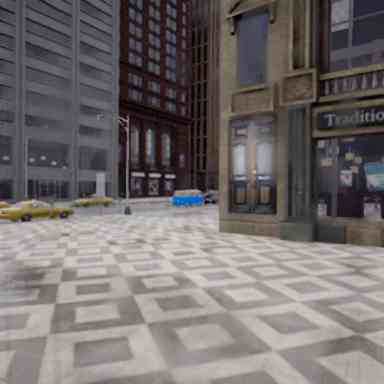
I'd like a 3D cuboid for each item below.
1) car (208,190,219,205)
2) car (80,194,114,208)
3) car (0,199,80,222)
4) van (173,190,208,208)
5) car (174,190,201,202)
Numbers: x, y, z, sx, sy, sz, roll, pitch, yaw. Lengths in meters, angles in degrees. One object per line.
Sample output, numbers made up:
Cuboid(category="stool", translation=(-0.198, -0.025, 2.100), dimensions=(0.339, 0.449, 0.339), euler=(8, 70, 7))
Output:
Cuboid(category="car", translation=(2.968, 0.840, 40.267), dimensions=(1.947, 1.339, 4.313), euler=(2, 2, 36))
Cuboid(category="car", translation=(-10.676, 0.896, 35.885), dimensions=(1.752, 1.417, 4.829), euler=(2, 2, 36))
Cuboid(category="car", translation=(-10.167, 1.164, 21.986), dimensions=(1.752, 1.417, 4.829), euler=(2, 2, 36))
Cuboid(category="van", translation=(-0.338, 0.706, 35.657), dimensions=(1.690, 1.788, 3.998), euler=(2, 2, 36))
Cuboid(category="car", translation=(-0.648, 0.534, 49.836), dimensions=(1.967, 1.590, 4.097), euler=(2, 2, 36))
